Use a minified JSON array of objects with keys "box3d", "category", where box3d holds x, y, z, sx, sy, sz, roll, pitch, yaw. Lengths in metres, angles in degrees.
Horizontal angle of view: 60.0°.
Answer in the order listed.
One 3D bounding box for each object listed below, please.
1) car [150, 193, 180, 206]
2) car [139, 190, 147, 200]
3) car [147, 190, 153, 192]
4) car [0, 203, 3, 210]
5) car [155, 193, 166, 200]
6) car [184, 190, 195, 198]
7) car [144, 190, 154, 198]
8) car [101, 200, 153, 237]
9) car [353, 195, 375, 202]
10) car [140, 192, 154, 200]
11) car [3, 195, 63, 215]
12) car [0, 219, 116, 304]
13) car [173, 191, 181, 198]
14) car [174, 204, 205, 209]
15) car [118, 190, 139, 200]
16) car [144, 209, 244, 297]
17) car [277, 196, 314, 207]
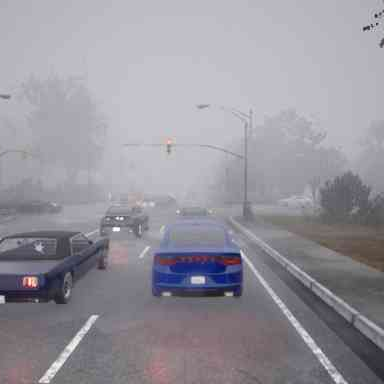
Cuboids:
[{"box3d":[-3.626,1.194,45.957,2.033,1.411,5.357,0,1,11],"category":"car"},{"box3d":[-10.474,0.709,63.460,2.150,2.045,5.566,0,1,0],"category":"car"},{"box3d":[-6.976,0.956,64.295,1.882,1.535,5.008,0,1,0],"category":"car"},{"box3d":[-17.092,1.353,33.913,4.718,1.301,1.895,0,1,-3],"category":"car"},{"box3d":[-6.997,0.957,74.320,1.895,1.301,4.718,0,1,-1],"category":"car"},{"box3d":[-0.354,0.419,85.440,2.150,2.045,5.566,0,1,-4],"category":"car"},{"box3d":[-10.806,0.445,84.255,2.150,2.045,5.566,0,1,-3],"category":"car"},{"box3d":[-3.376,1.402,17.272,1.837,1.490,4.892,0,0,0],"category":"car"},{"box3d":[22.471,1.175,43.309,4.892,1.490,1.837,0,1,-3],"category":"car"},{"box3d":[-7.016,1.127,55.487,1.994,1.385,4.181,0,1,0],"category":"car"},{"box3d":[-14.300,1.133,30.560,4.553,1.767,2.097,0,0,-3],"category":"car"},{"box3d":[-3.388,1.573,8.020,1.895,1.301,4.718,0,0,0],"category":"car"},{"box3d":[-3.851,0.737,85.305,2.033,1.411,5.357,0,1,-4],"category":"car"},{"box3d":[0.123,1.459,17.549,1.994,1.385,4.181,0,0,0],"category":"car"},{"box3d":[-10.545,0.930,53.876,2.097,1.767,4.553,0,0,1],"category":"car"},{"box3d":[0.113,1.446,8.567,1.882,1.535,5.008,0,0,0],"category":"car"},{"box3d":[13.283,1.200,42.801,4.674,1.442,1.812,0,1,-3],"category":"car"}]
